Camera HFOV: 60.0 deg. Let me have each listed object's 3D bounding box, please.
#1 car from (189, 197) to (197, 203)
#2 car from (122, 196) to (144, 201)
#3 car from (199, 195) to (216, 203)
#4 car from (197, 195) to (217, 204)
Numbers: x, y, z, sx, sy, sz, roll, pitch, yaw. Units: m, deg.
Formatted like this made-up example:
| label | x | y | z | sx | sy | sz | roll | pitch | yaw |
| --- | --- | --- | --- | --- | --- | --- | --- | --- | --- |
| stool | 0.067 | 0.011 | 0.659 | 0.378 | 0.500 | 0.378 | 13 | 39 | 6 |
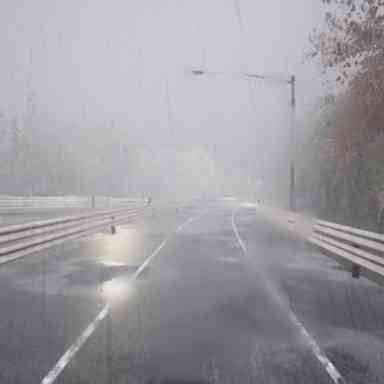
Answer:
| label | x | y | z | sx | sy | sz | roll | pitch | yaw |
| --- | --- | --- | --- | --- | --- | --- | --- | --- | --- |
| car | 0.762 | 1.948 | 83.398 | 1.837 | 1.490 | 4.892 | 0 | -1 | 25 |
| car | -10.505 | 1.410 | 59.282 | 1.882 | 1.535 | 5.008 | 0 | -1 | 25 |
| car | 3.947 | 1.692 | 81.941 | 2.150 | 2.045 | 5.566 | 0 | -1 | 25 |
| car | 3.716 | 1.872 | 73.159 | 2.033 | 1.411 | 5.357 | 0 | -1 | 25 |
